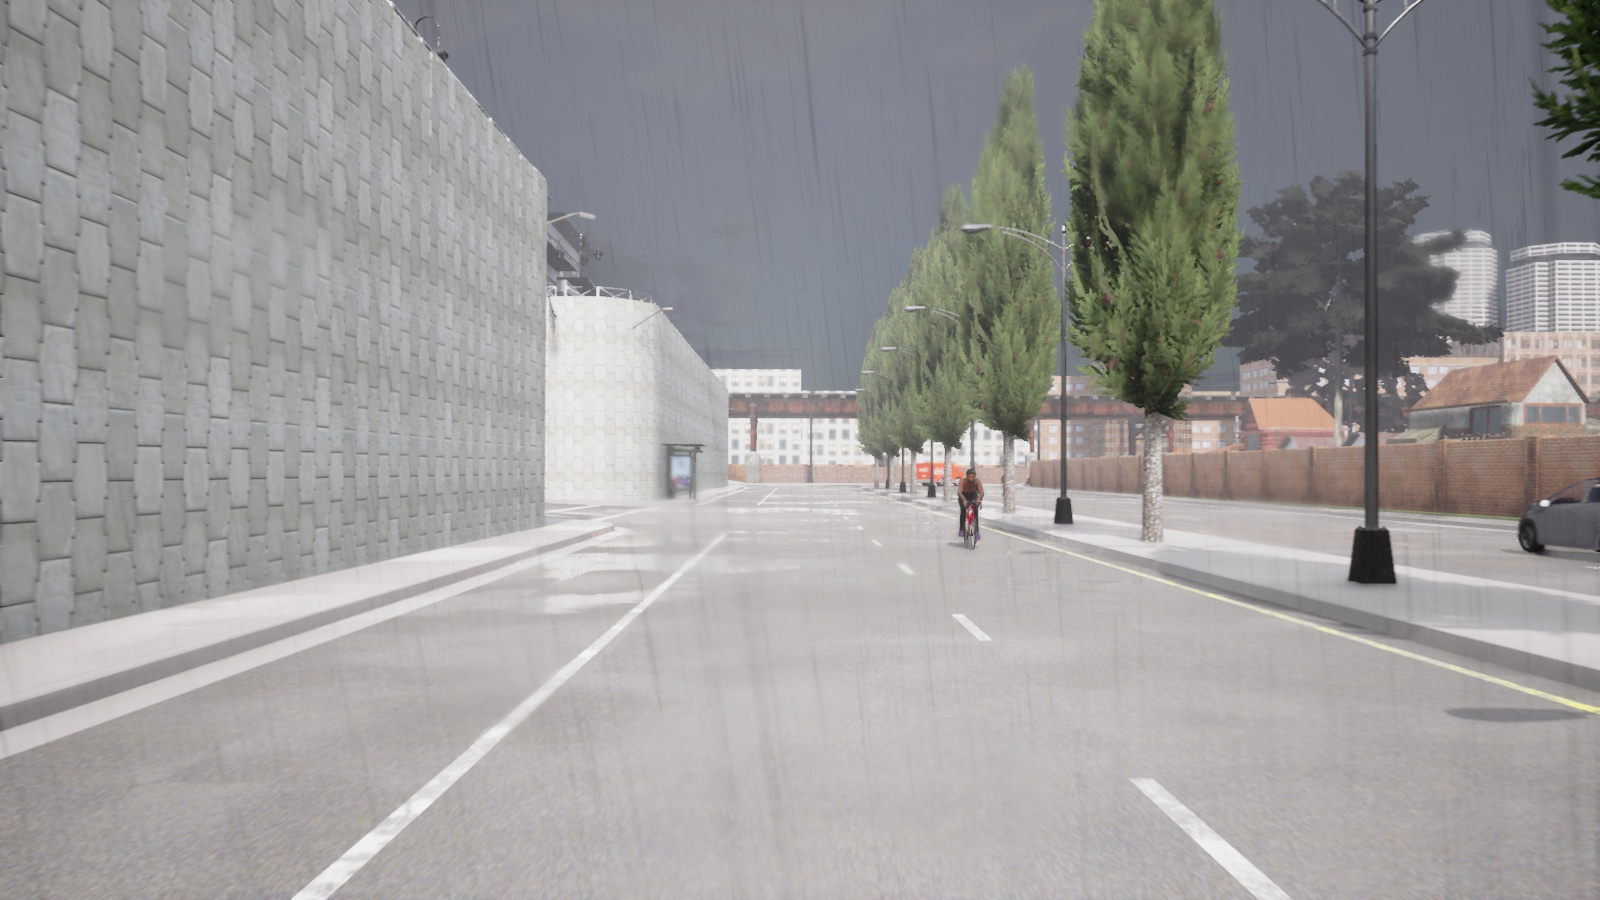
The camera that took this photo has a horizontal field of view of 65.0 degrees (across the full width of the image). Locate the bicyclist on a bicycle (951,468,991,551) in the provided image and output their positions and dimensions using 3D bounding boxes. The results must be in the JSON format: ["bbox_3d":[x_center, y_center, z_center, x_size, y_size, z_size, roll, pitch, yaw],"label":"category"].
[{"bbox_3d":[3.438,1.178,25.360,0.582,1.620,1.656,0,-1,0],"label":"bicyclist on a bicycle"}]

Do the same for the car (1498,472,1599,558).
[{"bbox_3d":[14.943,1.160,23.386,1.845,1.501,3.633,0,-1,0],"label":"car"}]
